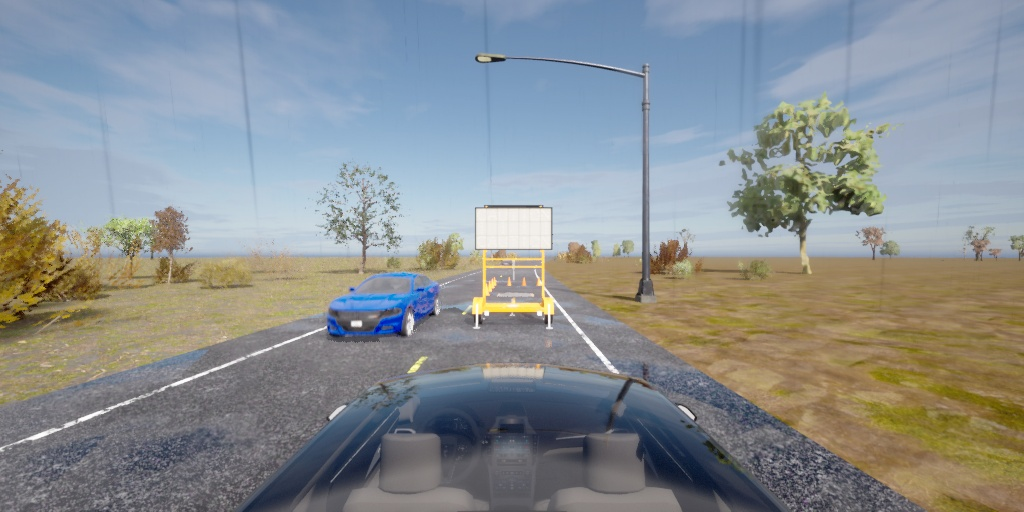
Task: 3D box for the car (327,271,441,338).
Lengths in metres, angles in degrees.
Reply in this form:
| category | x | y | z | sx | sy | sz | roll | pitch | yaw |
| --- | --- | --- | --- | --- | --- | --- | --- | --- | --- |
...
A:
| category | x | y | z | sx | sy | sz | roll | pitch | yaw |
| --- | --- | --- | --- | --- | --- | --- | --- | --- | --- |
| car | -3.410 | 1.227 | 10.425 | 1.882 | 1.535 | 5.008 | 0 | 0 | 1 |

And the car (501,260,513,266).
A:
| category | x | y | z | sx | sy | sz | roll | pitch | yaw |
| --- | --- | --- | --- | --- | --- | --- | --- | --- | --- |
| car | -0.988 | 1.262 | 65.305 | 1.812 | 1.442 | 4.674 | 0 | 0 | 4 |

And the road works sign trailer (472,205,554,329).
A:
| category | x | y | z | sx | sy | sz | roll | pitch | yaw |
| --- | --- | --- | --- | --- | --- | --- | --- | --- | --- |
| road works sign trailer | 0.054 | 0.214 | 11.252 | 2.380 | 3.560 | 2.880 | 0 | 0 | 1 |
